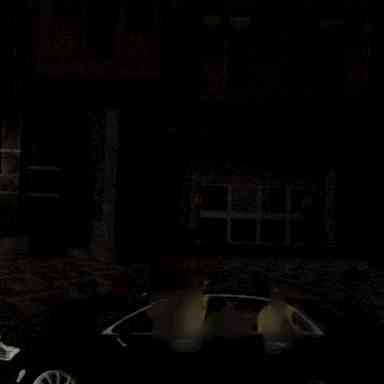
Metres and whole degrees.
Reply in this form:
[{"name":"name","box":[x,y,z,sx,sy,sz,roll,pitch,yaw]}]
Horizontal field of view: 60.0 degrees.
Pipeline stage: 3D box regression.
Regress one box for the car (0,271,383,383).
[{"name":"car","box":[0.002,1.693,4.051,4.403,1.369,2.008,2,-2,0]}]
